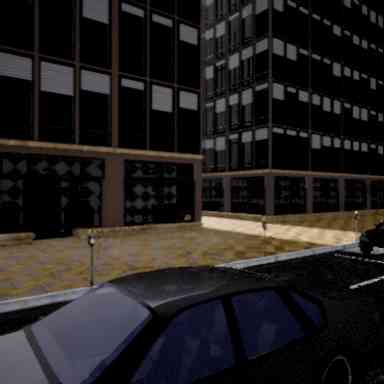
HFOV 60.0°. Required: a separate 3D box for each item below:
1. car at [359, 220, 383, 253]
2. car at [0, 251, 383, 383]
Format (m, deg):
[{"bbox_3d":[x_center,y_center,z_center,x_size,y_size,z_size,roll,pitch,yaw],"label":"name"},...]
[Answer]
[{"bbox_3d":[7.917,1.529,12.210,4.313,1.339,1.947,0,0,-36],"label":"car"},{"bbox_3d":[-0.166,1.543,3.248,5.357,1.411,2.033,0,0,-35],"label":"car"}]
